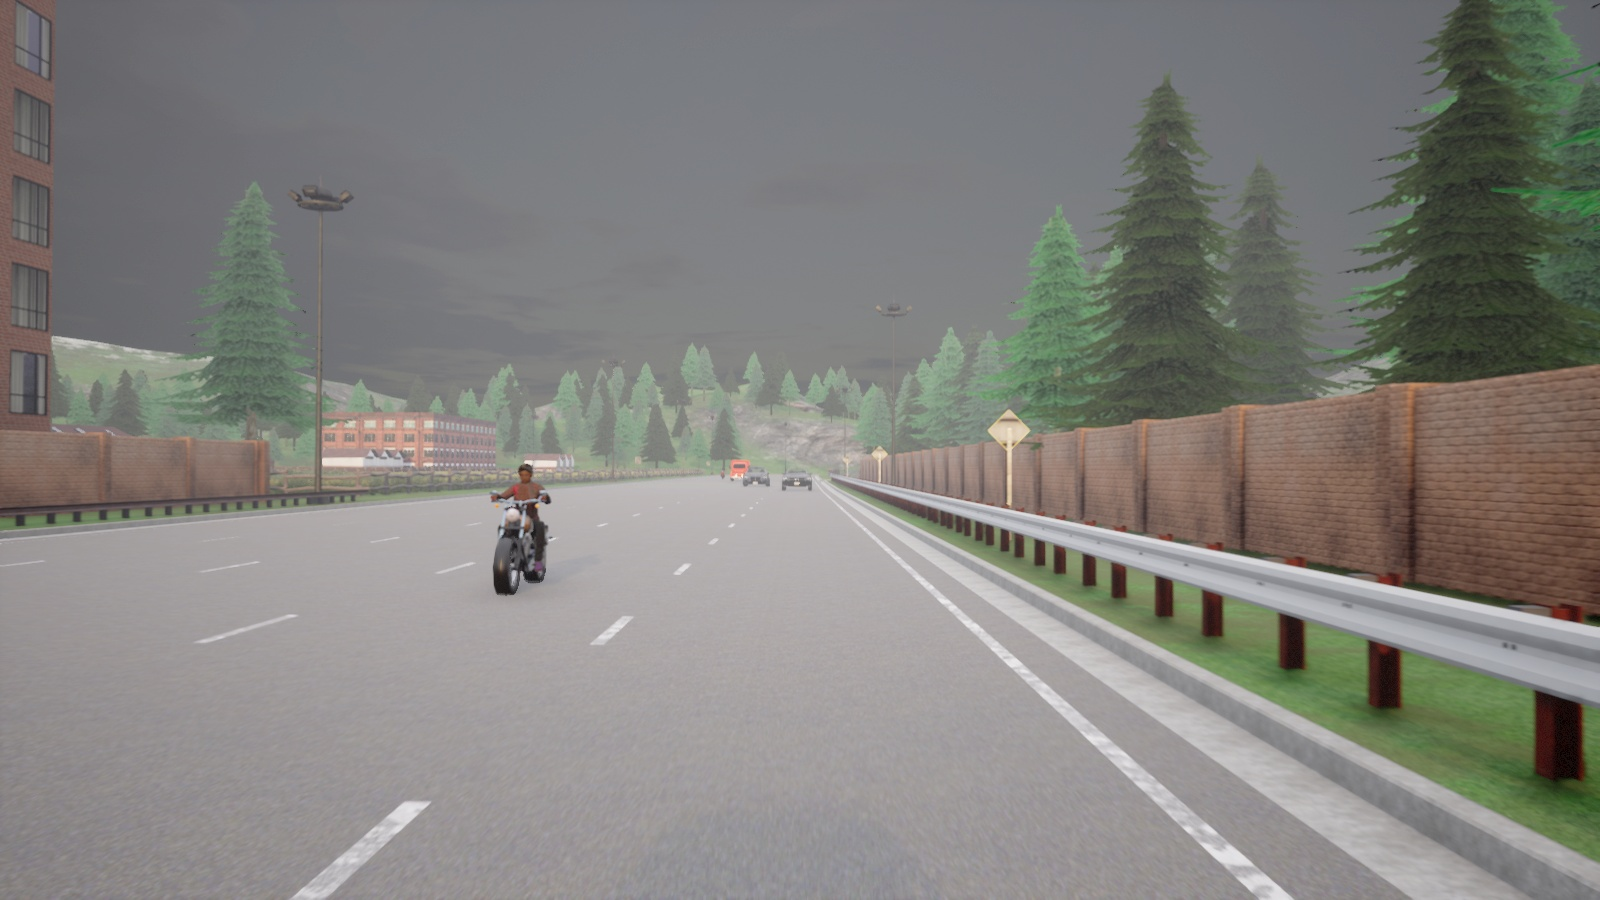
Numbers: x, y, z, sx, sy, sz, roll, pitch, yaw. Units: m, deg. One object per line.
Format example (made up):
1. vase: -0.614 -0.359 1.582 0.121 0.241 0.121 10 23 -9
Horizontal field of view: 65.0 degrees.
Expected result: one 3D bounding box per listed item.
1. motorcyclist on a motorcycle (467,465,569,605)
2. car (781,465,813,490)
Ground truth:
1. motorcyclist on a motorcycle: -3.538 1.013 15.952 0.766 1.649 2.350 0 -1 0
2. car: -0.195 1.894 87.584 2.152 1.651 5.027 0 -1 0
